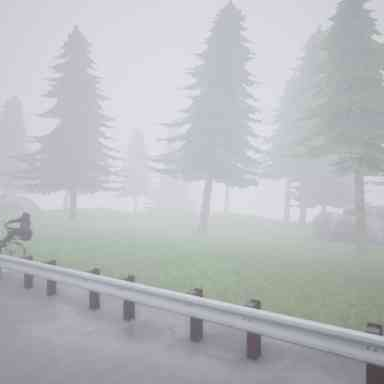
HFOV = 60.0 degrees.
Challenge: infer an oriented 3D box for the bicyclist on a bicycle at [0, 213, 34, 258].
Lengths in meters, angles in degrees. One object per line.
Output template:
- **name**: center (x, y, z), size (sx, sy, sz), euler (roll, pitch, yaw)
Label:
- **bicyclist on a bicycle**: center (-5.107, 1.183, 9.393), size (1.656, 0.582, 1.620), euler (25, 42, 11)
